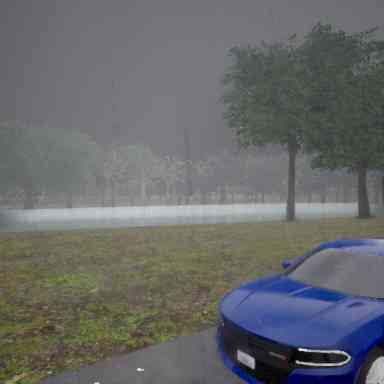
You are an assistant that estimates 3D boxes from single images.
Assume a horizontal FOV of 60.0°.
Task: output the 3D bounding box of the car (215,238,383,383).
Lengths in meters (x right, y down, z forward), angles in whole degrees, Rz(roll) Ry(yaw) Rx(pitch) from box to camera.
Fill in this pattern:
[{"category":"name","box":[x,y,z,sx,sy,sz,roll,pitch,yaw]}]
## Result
[{"category":"car","box":[2.595,1.479,4.934,5.008,1.535,1.882,0,0,-36]}]
